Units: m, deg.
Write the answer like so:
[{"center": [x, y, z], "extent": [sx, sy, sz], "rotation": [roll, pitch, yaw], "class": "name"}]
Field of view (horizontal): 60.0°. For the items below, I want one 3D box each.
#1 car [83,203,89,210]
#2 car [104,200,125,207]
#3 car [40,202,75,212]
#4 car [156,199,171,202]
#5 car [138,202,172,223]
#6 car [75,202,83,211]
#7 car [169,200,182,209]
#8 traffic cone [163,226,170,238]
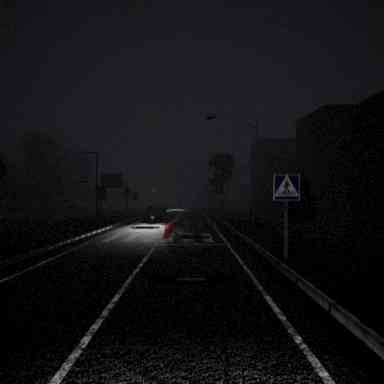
[{"center": [-21.849, 2.551, 59.917], "extent": [5.008, 1.535, 2.097], "rotation": [0, -1, 0], "class": "car"}, {"center": [-21.735, 3.252, 91.543], "extent": [5.008, 1.535, 2.097], "rotation": [0, -1, 0], "class": "car"}, {"center": [-21.862, 2.448, 53.368], "extent": [4.674, 1.452, 2.002], "rotation": [0, -1, 0], "class": "car"}, {"center": [-8.646, 3.324, 94.265], "extent": [4.892, 1.521, 2.231], "rotation": [0, -1, 0], "class": "car"}, {"center": [-3.314, 1.953, 30.468], "extent": [2.128, 1.511, 4.902], "rotation": [0, -1, 0], "class": "car"}, {"center": [-21.849, 2.481, 56.644], "extent": [4.892, 1.521, 2.231], "rotation": [0, -1, 0], "class": "car"}, {"center": [-3.117, 2.794, 69.208], "extent": [2.128, 1.511, 4.902], "rotation": [0, -1, 0], "class": "car"}, {"center": [-1.369, 2.138, 17.774], "extent": [0.340, 0.580, 0.340], "rotation": [0, -1, 0], "class": "traffic cone"}]
